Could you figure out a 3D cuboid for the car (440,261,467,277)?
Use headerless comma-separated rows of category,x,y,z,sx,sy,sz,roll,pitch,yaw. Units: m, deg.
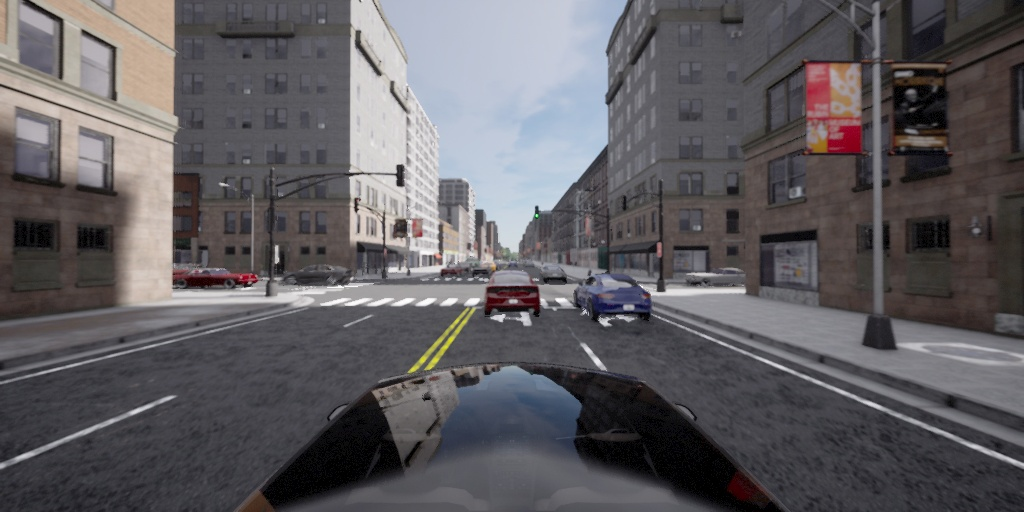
car,-6.518,1.552,39.209,1.895,1.301,4.718,0,0,0

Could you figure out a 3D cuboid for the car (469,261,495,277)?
car,-3.257,1.552,39.250,1.895,1.301,4.718,0,0,0

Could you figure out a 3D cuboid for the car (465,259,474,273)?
car,-6.478,1.503,48.312,1.837,1.490,4.892,0,0,0

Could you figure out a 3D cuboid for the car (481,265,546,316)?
car,-0.073,1.291,13.750,1.882,1.535,5.008,0,0,-3

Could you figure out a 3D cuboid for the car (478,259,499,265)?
car,-3.224,1.478,48.642,1.882,1.535,5.008,0,0,0

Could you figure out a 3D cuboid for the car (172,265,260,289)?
car,-19.223,1.440,23.209,4.718,1.301,1.895,0,-1,-2

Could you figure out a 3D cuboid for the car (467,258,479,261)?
car,-6.391,1.270,58.134,2.150,2.045,5.566,0,0,1

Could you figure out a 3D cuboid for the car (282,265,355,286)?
car,-14.080,1.379,26.164,4.892,1.490,1.837,0,-3,2

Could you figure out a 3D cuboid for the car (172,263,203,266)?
car,-26.757,1.320,28.742,4.097,1.591,1.967,0,0,0

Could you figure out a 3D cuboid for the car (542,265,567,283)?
car,3.412,1.469,30.327,1.994,1.385,4.181,0,0,0

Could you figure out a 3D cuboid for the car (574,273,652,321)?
car,3.405,1.334,12.657,1.812,1.442,4.674,0,0,1

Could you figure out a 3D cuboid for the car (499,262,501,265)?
car,-3.141,1.554,58.232,1.837,1.490,4.892,0,0,1

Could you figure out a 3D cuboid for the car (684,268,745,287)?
car,15.106,1.529,25.945,4.718,1.301,1.895,0,-1,1
